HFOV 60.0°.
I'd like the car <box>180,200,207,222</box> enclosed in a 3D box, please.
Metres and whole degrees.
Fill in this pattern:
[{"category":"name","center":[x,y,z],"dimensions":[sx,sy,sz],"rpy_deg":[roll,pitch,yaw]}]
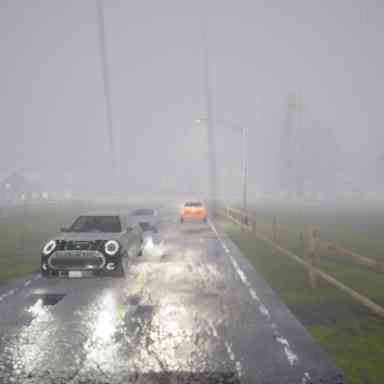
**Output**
[{"category":"car","center":[0.114,1.482,27.620],"dimensions":[2.097,1.767,4.553],"rpy_deg":[0,0,0]}]

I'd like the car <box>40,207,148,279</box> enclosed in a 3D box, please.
[{"category":"car","center":[-2.808,1.402,10.296],"dimensions":[2.097,1.767,4.553],"rpy_deg":[0,0,0]}]

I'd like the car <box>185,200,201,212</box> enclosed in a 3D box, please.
[{"category":"car","center":[0.123,1.745,42.734],"dimensions":[2.033,1.411,5.357],"rpy_deg":[0,0,0]}]

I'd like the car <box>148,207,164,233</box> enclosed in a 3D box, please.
[{"category":"car","center":[-2.798,1.645,20.582],"dimensions":[2.033,1.411,5.357],"rpy_deg":[0,0,0]}]
